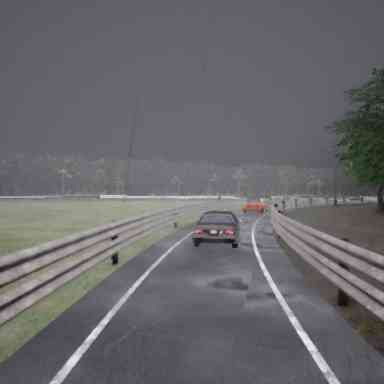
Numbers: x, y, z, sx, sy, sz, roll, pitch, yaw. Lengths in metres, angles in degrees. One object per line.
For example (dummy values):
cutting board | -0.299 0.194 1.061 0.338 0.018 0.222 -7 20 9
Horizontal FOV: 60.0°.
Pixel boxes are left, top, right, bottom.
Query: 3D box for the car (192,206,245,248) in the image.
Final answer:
car | 1.226 1.565 15.086 2.033 1.411 5.357 0 0 9

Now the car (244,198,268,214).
car | 7.300 1.434 37.559 2.097 1.767 4.553 0 0 21
